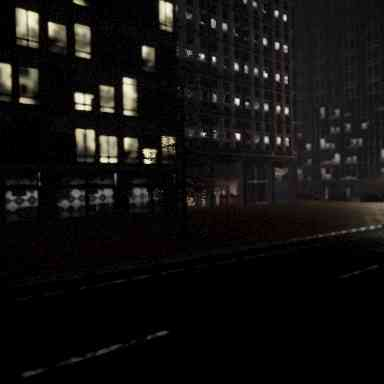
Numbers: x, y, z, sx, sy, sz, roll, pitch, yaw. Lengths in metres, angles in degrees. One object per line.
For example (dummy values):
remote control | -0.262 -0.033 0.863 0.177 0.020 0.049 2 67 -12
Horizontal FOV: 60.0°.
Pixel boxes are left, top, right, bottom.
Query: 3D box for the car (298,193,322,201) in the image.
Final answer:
car | 20.273 0.862 57.686 1.947 1.339 4.313 -1 1 -36

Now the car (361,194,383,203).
car | 26.907 0.947 48.454 1.947 1.339 4.313 -1 1 -36

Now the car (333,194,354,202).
car | 23.573 0.921 53.060 1.802 1.307 4.206 -1 1 -36

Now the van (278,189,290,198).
van | 20.390 0.331 71.832 1.690 1.788 3.998 -1 1 -36
